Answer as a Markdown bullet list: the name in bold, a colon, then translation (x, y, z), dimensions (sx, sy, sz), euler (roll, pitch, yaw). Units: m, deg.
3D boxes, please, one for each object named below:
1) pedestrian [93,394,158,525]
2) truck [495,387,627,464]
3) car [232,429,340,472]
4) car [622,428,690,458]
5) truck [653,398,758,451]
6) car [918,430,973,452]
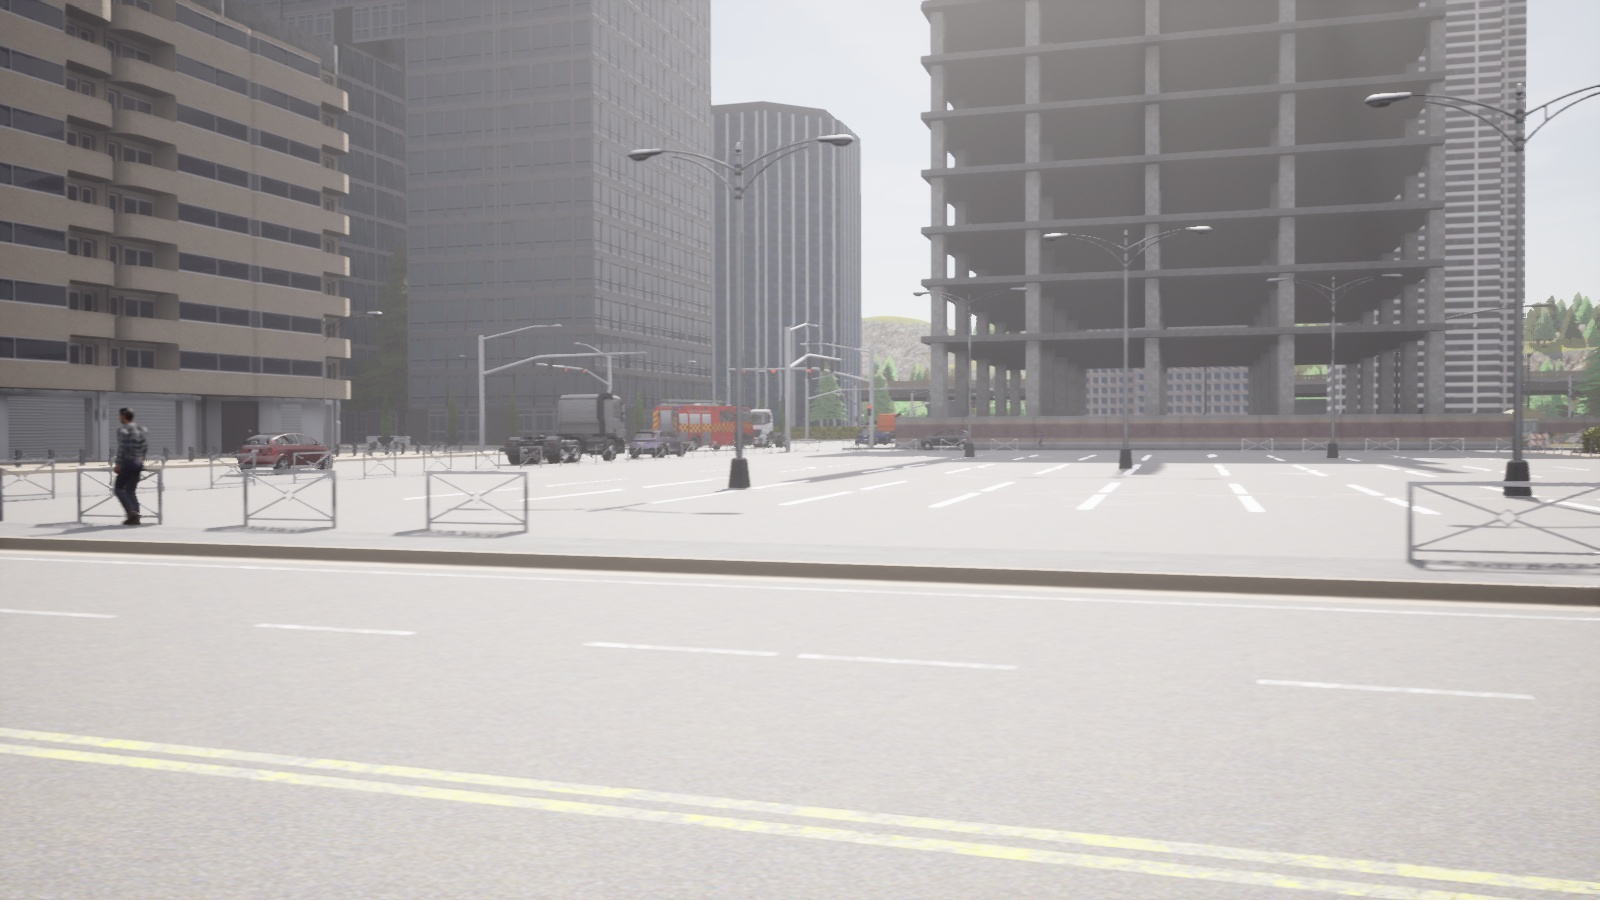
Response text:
- **pedestrian**: translation (-10.192, 0.143, 18.989), dimensions (0.788, 1.949, 0.423), euler (0, 1, 17)
- **truck**: translation (-11.360, -1.168, 60.582), dimensions (2.891, 3.462, 7.936), euler (0, 1, 17)
- **car**: translation (-19.165, -0.019, 46.992), dimensions (1.789, 1.549, 3.705), euler (0, 1, 17)
- **car**: translation (-8.126, -0.415, 71.229), dimensions (2.033, 1.649, 4.856), euler (0, 1, 17)
- **truck**: translation (-7.086, -1.922, 95.395), dimensions (2.891, 3.827, 8.468), euler (1, 1, 40)
- **car**: translation (10.460, -0.657, 90.306), dimensions (3.705, 1.549, 1.789), euler (1, 1, 17)
